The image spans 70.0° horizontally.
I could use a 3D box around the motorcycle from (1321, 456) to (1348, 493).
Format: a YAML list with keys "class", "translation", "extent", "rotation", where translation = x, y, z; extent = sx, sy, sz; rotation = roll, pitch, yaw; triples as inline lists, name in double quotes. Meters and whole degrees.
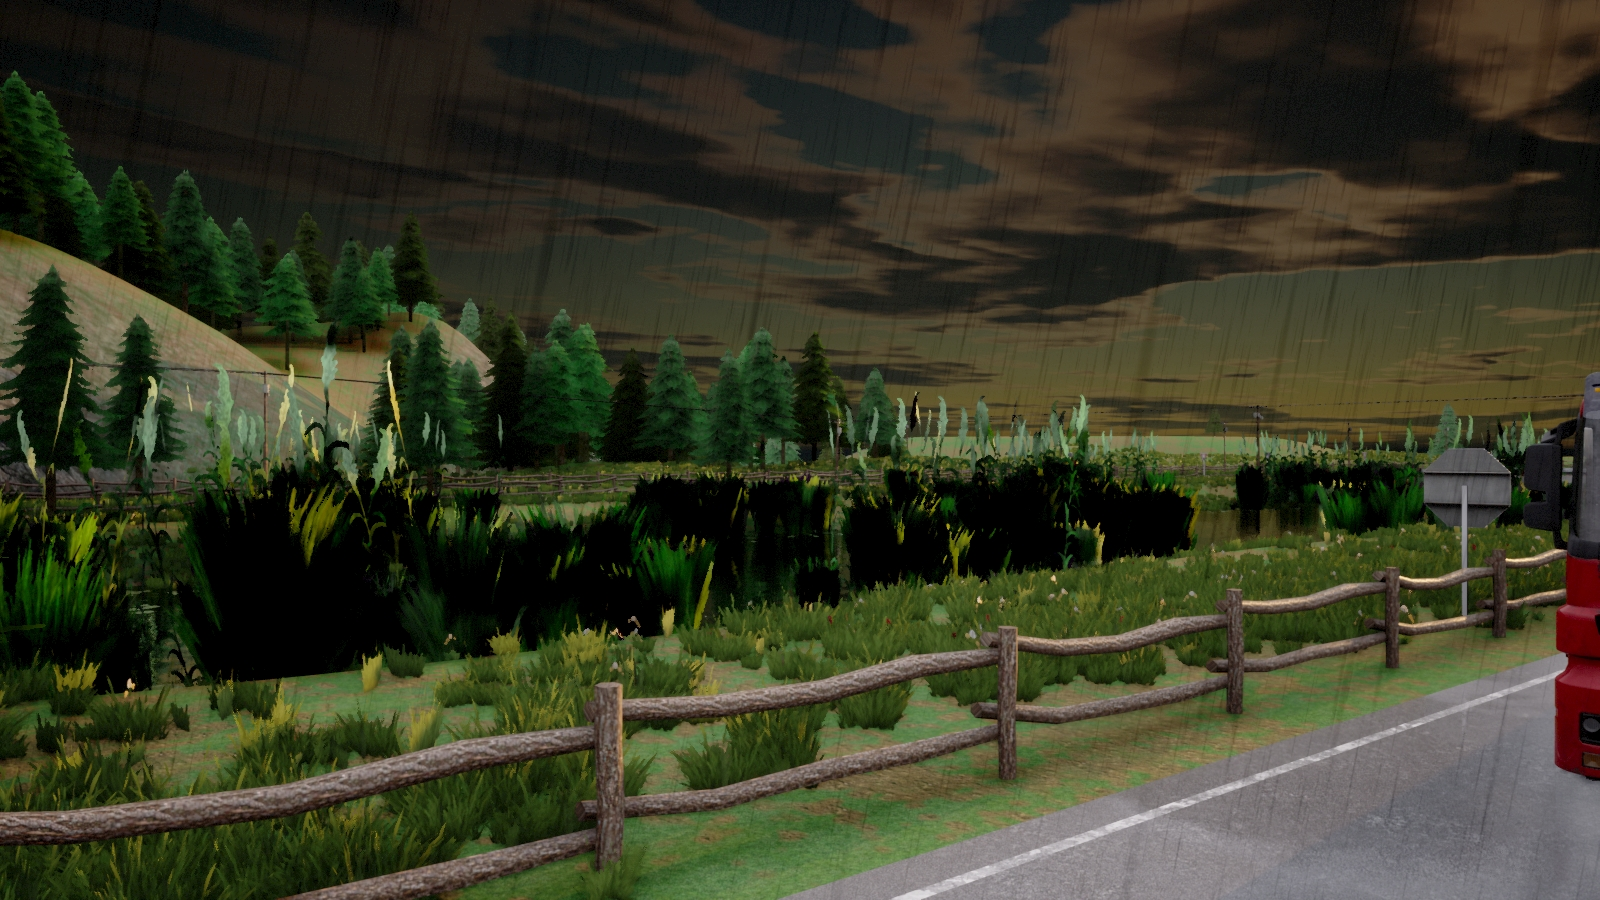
- class: "motorcycle"
  translation: [34.868, 1.576, 74.490]
  extent: [2.033, 2.348, 0.803]
  rotation: [0, 0, -39]

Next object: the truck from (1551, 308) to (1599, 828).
- class: "truck"
  translation: [9.464, 0.862, 10.930]
  extent: [2.891, 3.827, 8.468]
  rotation: [0, 0, 40]
